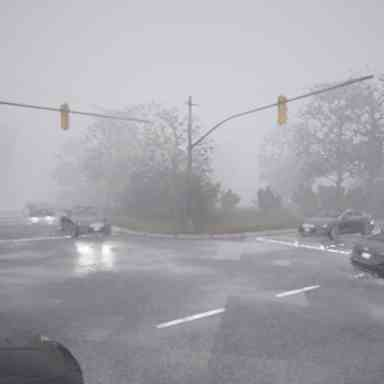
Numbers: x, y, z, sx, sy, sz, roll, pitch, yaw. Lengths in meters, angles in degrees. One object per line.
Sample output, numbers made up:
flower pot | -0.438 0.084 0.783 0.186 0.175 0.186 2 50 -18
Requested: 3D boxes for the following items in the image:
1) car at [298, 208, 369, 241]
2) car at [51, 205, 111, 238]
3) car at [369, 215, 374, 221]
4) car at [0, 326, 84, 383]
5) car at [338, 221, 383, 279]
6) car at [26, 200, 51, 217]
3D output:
car | 7.696 1.614 17.674 4.902 1.511 2.128 1 0 -34
car | -5.947 1.532 18.188 2.128 1.511 4.902 0 0 -33
car | 10.796 1.624 15.528 4.902 1.511 2.128 1 0 -33
car | -3.052 1.465 1.525 5.008 1.535 1.882 1 -1 -36
car | 6.515 1.641 8.887 4.181 1.385 1.994 0 0 -6
car | -14.523 1.654 32.041 1.994 1.385 4.181 0 -1 -30
